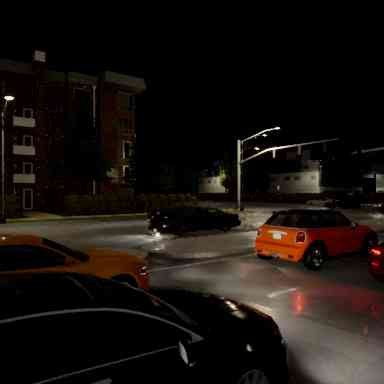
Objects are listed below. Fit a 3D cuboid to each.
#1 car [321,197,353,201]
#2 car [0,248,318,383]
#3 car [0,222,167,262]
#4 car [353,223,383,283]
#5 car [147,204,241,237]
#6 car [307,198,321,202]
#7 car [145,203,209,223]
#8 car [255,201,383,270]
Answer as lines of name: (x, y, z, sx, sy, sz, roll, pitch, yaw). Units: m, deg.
car: (19.695, 1.564, 43.634, 4.181, 1.385, 1.994, 0, 0, 7)
car: (-1.191, 1.505, 2.899, 4.892, 1.490, 1.837, 0, 0, -36)
car: (-3.130, 1.478, 5.814, 5.008, 1.535, 1.882, 0, 0, -35)
car: (6.275, 1.526, 8.340, 4.674, 1.442, 1.812, 0, 0, -34)
car: (0.291, 1.547, 18.358, 5.357, 1.411, 2.033, 0, 0, -36)
car: (19.918, 1.525, 50.679, 4.674, 1.442, 1.812, 0, 1, 43)
car: (-1.136, 1.601, 25.996, 4.718, 1.301, 1.895, 0, 0, -36)
car: (4.290, 1.352, 11.216, 4.553, 1.767, 2.097, 0, 0, -35)
